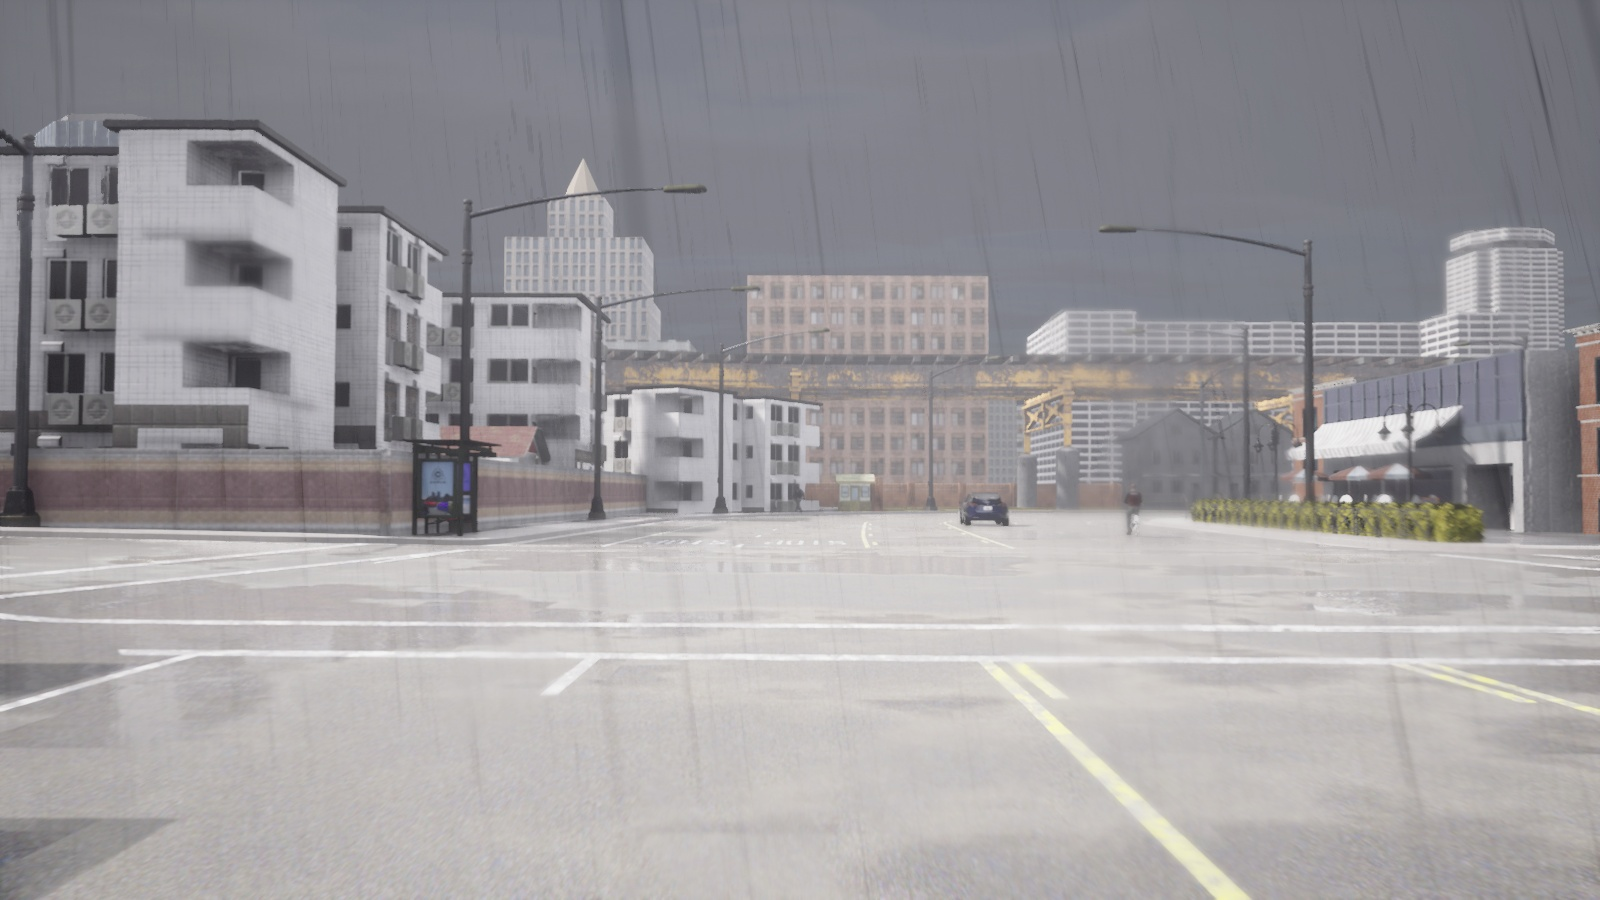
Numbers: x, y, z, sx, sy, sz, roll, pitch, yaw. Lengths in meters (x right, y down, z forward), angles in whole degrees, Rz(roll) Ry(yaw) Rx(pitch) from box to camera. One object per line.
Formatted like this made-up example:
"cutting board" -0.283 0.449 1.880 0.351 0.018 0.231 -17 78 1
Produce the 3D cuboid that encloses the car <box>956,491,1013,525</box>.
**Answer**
"car" 8.362 2.609 57.250 2.163 1.488 4.792 0 -2 4

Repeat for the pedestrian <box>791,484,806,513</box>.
"pedestrian" -0.110 3.102 80.205 0.563 1.883 0.849 -2 -2 32
